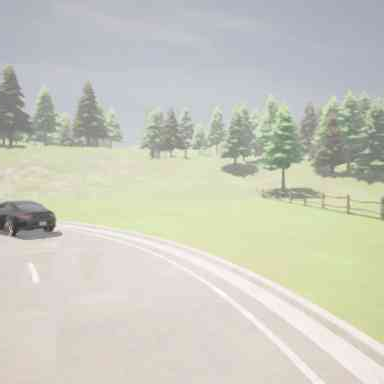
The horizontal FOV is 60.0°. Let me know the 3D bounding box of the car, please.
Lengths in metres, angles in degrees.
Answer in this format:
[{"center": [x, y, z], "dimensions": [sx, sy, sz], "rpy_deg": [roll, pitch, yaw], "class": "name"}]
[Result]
[{"center": [-8.017, 1.104, 15.176], "dimensions": [4.674, 1.442, 1.812], "rpy_deg": [1, 2, 37], "class": "car"}]
